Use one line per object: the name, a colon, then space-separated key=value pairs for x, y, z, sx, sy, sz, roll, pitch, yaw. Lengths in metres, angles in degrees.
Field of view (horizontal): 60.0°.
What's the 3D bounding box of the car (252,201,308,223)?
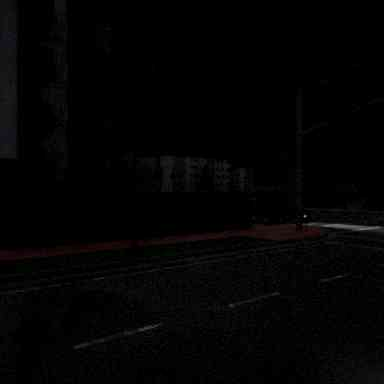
car: x=6.727 y=1.491 z=26.027 sx=2.128 sy=1.511 sz=4.902 roll=0 pitch=0 yaw=-36
